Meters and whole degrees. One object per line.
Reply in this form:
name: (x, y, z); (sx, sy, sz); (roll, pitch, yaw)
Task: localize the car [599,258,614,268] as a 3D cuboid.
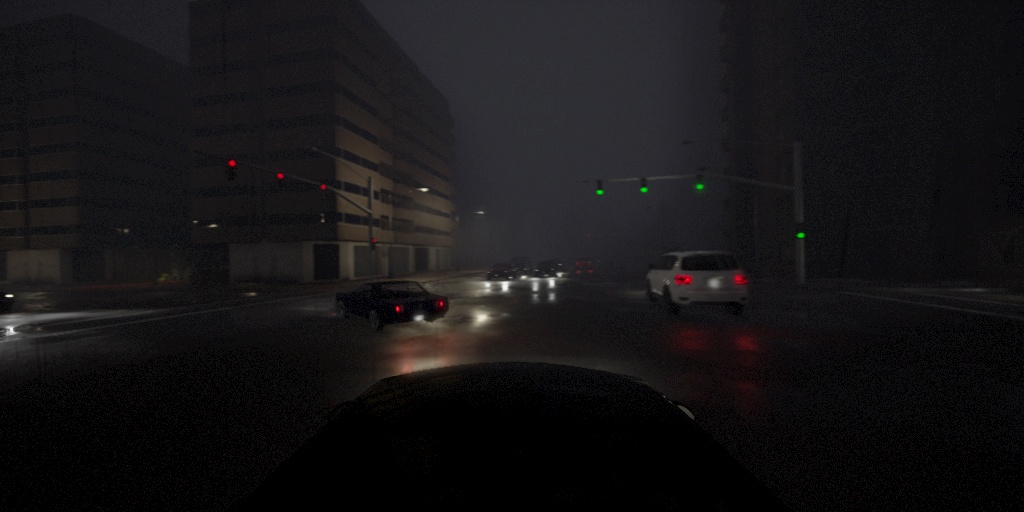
car: (14.288, 1.047, 54.211); (2.033, 1.411, 5.357); (-1, 0, 11)

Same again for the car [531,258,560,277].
car: (3.316, 1.211, 34.874); (1.837, 1.490, 4.892); (-1, 0, 11)

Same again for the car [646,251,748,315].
car: (6.410, 0.851, 13.081); (2.150, 2.045, 5.566); (-1, 0, 11)

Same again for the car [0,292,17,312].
car: (-23.715, 1.835, 15.051); (4.718, 1.301, 1.895); (-1, 0, 12)

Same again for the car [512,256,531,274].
car: (0.994, 0.979, 41.221); (2.150, 2.045, 5.566); (-1, 0, 11)

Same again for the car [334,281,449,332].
car: (-4.055, 1.439, 11.464); (1.895, 1.301, 4.718); (-1, 0, -43)

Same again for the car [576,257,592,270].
car: (9.848, 0.937, 49.229); (2.097, 1.767, 4.553); (-1, 0, 11)

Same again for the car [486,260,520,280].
car: (-0.850, 1.313, 31.702); (1.812, 1.442, 4.674); (-1, 0, 11)

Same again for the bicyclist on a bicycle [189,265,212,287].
bicyclist on a bicycle: (-23.666, 1.542, 27.270); (0.582, 1.620, 1.656); (-1, 0, 12)

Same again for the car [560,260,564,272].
car: (5.238, 1.026, 44.572); (2.097, 1.767, 4.553); (-1, 0, 12)
